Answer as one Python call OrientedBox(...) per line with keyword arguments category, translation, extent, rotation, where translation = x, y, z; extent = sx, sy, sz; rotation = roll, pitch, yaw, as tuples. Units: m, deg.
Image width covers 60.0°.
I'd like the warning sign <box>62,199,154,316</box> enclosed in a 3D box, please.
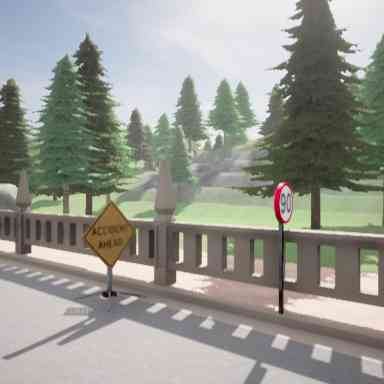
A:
OrientedBox(category="warning sign", translation=(-1.549, 1.088, 6.264), extent=(1.060, 1.860, 1.300), rotation=(0, 0, 35))
